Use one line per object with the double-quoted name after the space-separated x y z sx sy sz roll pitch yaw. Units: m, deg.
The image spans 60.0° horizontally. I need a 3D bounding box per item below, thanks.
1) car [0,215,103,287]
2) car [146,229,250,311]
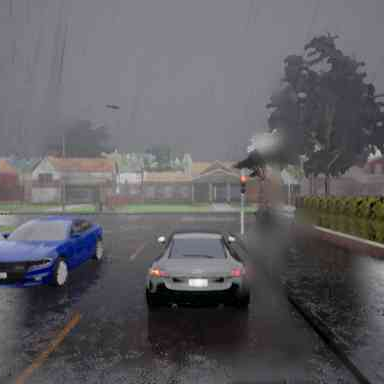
-4.000 1.471 9.512 1.882 1.535 5.008 0 0 0 "car"
0.113 1.558 7.825 1.994 1.385 4.181 0 0 0 "car"
